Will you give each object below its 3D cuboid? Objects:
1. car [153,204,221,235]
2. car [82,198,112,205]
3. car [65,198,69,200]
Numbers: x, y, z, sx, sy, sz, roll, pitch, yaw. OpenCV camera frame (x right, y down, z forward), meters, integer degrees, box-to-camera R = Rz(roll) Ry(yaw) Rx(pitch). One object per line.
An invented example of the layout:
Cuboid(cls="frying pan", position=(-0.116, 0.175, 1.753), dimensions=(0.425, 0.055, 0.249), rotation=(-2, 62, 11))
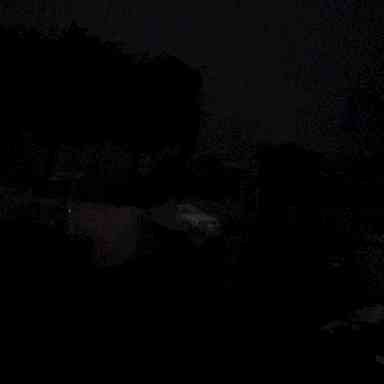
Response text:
Cuboid(cls="car", position=(-0.443, 1.393, 18.005), dimensions=(1.812, 1.442, 4.674), rotation=(2, 0, -36))
Cuboid(cls="car", position=(-8.268, 1.234, 28.708), dimensions=(2.033, 1.411, 5.357), rotation=(2, -1, -36))
Cuboid(cls="car", position=(-15.746, 1.033, 38.982), dimensions=(1.837, 1.490, 4.892), rotation=(2, 0, -36))
